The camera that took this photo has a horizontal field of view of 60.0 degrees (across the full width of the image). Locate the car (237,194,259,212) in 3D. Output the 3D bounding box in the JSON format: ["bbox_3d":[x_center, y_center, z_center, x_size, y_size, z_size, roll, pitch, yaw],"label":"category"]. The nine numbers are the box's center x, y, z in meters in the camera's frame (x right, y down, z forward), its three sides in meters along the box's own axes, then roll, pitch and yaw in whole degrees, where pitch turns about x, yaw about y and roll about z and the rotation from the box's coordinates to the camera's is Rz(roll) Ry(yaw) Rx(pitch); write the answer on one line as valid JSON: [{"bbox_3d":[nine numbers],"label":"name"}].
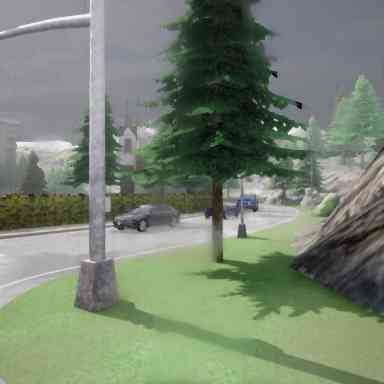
[{"bbox_3d":[6.522,1.221,38.802,2.150,2.045,5.566,0,0,16],"label":"car"}]

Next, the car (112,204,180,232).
[{"bbox_3d":[-2.655,1.505,20.337,1.837,1.490,4.892,0,0,35],"label":"car"}]

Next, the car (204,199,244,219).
[{"bbox_3d":[2.723,1.601,29.124,1.895,1.301,4.718,0,0,26],"label":"car"}]
